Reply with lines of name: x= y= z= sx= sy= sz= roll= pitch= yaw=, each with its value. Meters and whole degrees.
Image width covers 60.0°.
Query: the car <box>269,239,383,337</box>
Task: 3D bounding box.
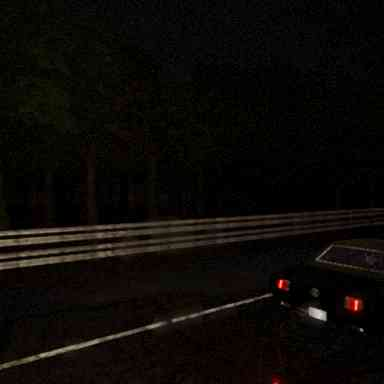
car: x=3.752 y=1.594 z=6.434 sx=4.718 sy=1.301 sz=1.895 roll=0 pitch=0 yaw=-36
